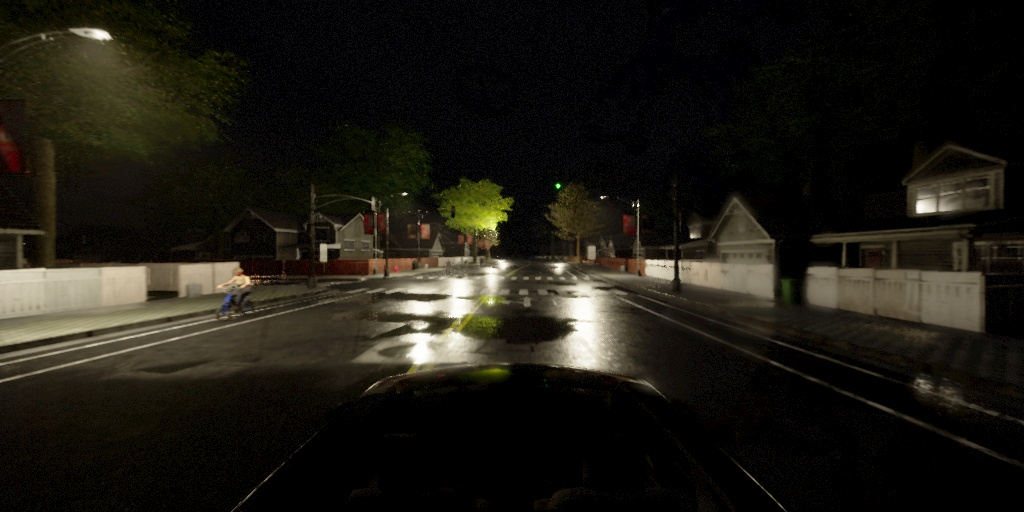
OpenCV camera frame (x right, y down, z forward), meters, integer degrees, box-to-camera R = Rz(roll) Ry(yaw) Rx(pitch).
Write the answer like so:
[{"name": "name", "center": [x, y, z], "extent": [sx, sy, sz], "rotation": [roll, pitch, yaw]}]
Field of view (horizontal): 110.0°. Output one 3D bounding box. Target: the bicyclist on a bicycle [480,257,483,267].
[{"name": "bicyclist on a bicycle", "center": [-5.097, 0.971, 58.998], "extent": [0.659, 1.776, 1.843], "rotation": [0, 0, 3]}]

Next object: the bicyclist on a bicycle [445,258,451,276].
[{"name": "bicyclist on a bicycle", "center": [-6.348, 1.070, 35.470], "extent": [0.659, 1.776, 1.843], "rotation": [0, 0, 3]}]

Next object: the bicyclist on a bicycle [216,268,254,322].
[{"name": "bicyclist on a bicycle", "center": [-8.647, 1.176, 11.257], "extent": [0.866, 1.612, 1.509], "rotation": [0, 0, 1]}]
